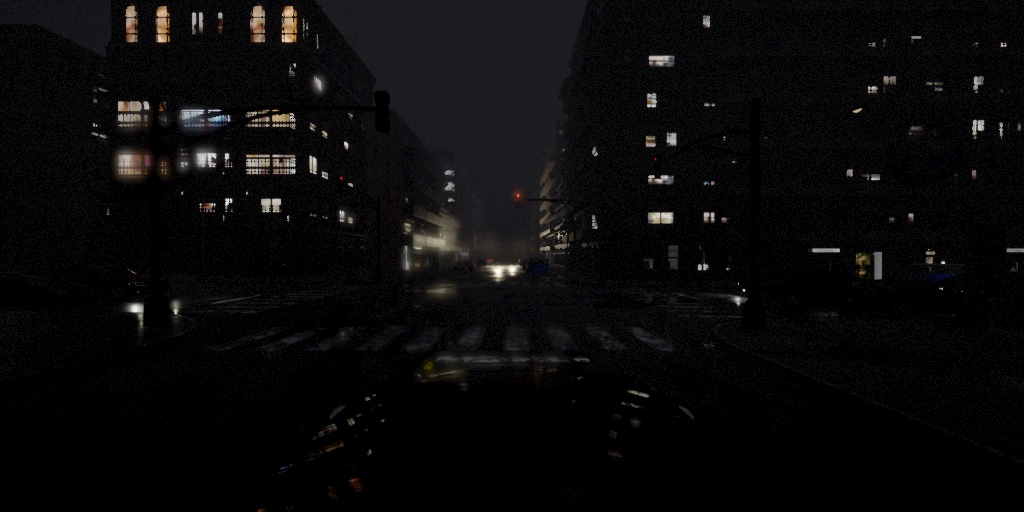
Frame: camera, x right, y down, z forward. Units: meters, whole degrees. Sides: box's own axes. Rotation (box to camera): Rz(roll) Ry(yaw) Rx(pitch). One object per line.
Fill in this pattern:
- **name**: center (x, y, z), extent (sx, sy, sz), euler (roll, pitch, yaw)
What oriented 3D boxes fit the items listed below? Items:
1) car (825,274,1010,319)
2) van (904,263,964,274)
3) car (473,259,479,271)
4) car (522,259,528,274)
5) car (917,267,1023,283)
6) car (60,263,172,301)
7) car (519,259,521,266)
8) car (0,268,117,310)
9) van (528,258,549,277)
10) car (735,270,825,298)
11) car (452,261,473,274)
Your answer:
- **car**: center (14.697, 1.498, 13.200), extent (4.507, 1.381, 1.888), euler (0, 0, 0)
- **van**: center (26.071, 1.343, 21.563), extent (3.998, 1.789, 1.690), euler (0, 0, 0)
- **car**: center (-5.894, 1.352, 47.018), extent (1.948, 1.339, 4.313), euler (0, 0, 0)
- **car**: center (2.680, 1.091, 41.457), extent (2.192, 1.841, 5.009), euler (0, 0, 0)
- **car**: center (25.106, 1.519, 18.987), extent (4.892, 1.490, 1.837), euler (1, 0, 0)
- **car**: center (-18.007, 1.086, 15.801), extent (5.008, 1.535, 1.882), euler (1, 0, 0)
- **car**: center (2.617, 1.252, 58.018), extent (1.967, 1.591, 4.097), euler (0, 0, 0)
- **car**: center (-17.756, 1.215, 13.219), extent (4.207, 1.307, 1.802), euler (0, 0, 0)
- **van**: center (2.775, 1.109, 35.961), extent (1.690, 1.789, 3.998), euler (0, 0, 0)
- **car**: center (14.956, 1.453, 18.993), extent (5.357, 1.411, 2.033), euler (1, 0, 0)
- **car**: center (-5.887, 1.358, 41.497), extent (1.802, 1.307, 4.207), euler (0, 0, 0)
